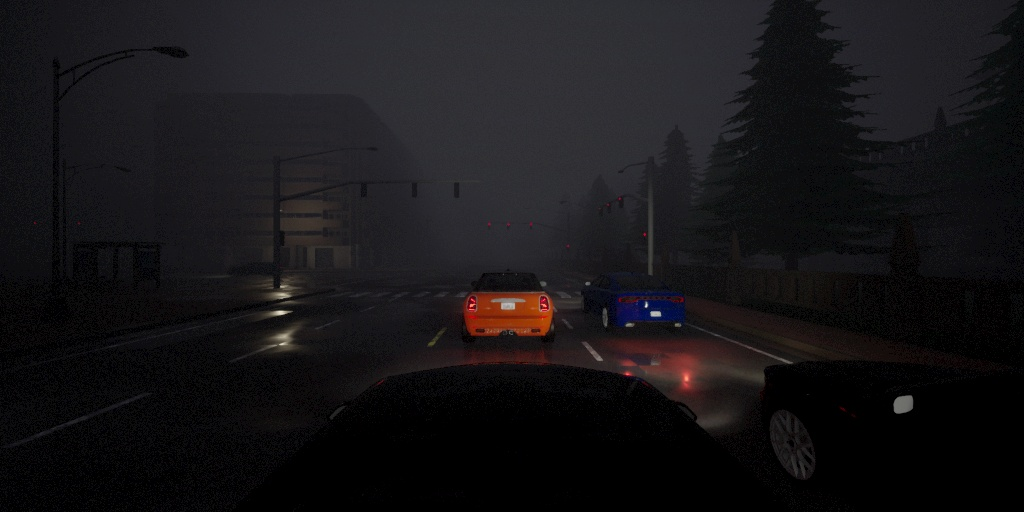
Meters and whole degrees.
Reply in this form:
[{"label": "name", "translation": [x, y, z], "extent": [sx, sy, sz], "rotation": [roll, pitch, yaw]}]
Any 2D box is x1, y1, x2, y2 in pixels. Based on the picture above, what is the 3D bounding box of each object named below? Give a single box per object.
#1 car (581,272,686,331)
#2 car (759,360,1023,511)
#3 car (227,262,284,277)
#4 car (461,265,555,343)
[{"label": "car", "translation": [3.416, 1.228, 11.023], "extent": [1.882, 1.535, 5.008], "rotation": [0, 0, 0]}, {"label": "car", "translation": [3.288, 1.228, 1.497], "extent": [1.882, 1.535, 5.008], "rotation": [0, 0, 3]}, {"label": "car", "translation": [-25.554, 1.310, 35.763], "extent": [4.892, 1.490, 1.837], "rotation": [0, 0, -1]}, {"label": "car", "translation": [-0.083, 1.102, 9.878], "extent": [2.097, 1.767, 4.553], "rotation": [0, 0, 0]}]
